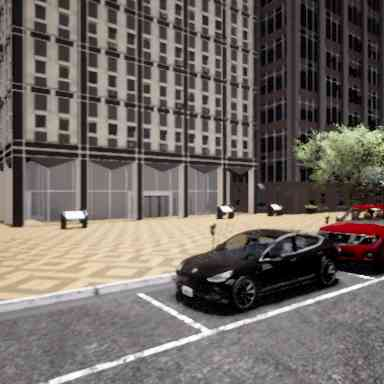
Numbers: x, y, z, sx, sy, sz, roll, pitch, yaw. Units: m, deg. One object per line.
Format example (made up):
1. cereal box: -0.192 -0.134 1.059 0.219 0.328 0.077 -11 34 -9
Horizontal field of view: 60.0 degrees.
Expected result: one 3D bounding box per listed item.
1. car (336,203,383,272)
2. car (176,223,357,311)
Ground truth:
1. car: 6.181 1.315 10.970 5.009 1.841 2.192 0 0 -35
2. car: 1.686 1.565 7.764 4.313 1.339 1.947 0 0 -35
